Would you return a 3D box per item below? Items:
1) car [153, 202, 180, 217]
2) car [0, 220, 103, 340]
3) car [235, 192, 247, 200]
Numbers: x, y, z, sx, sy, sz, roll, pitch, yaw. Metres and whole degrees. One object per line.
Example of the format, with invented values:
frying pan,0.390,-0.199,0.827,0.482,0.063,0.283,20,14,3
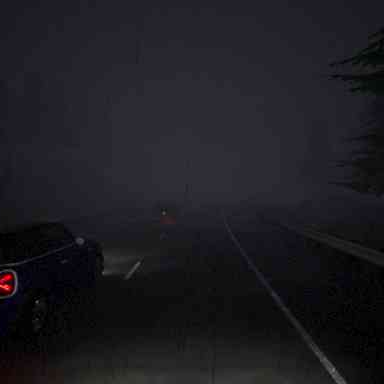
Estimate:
car,-2.235,1.540,30.820,1.895,1.301,4.718,0,0,5
car,-3.341,1.338,6.682,2.097,1.767,4.553,0,0,1
car,13.231,1.053,92.153,2.150,2.045,5.566,0,0,15
